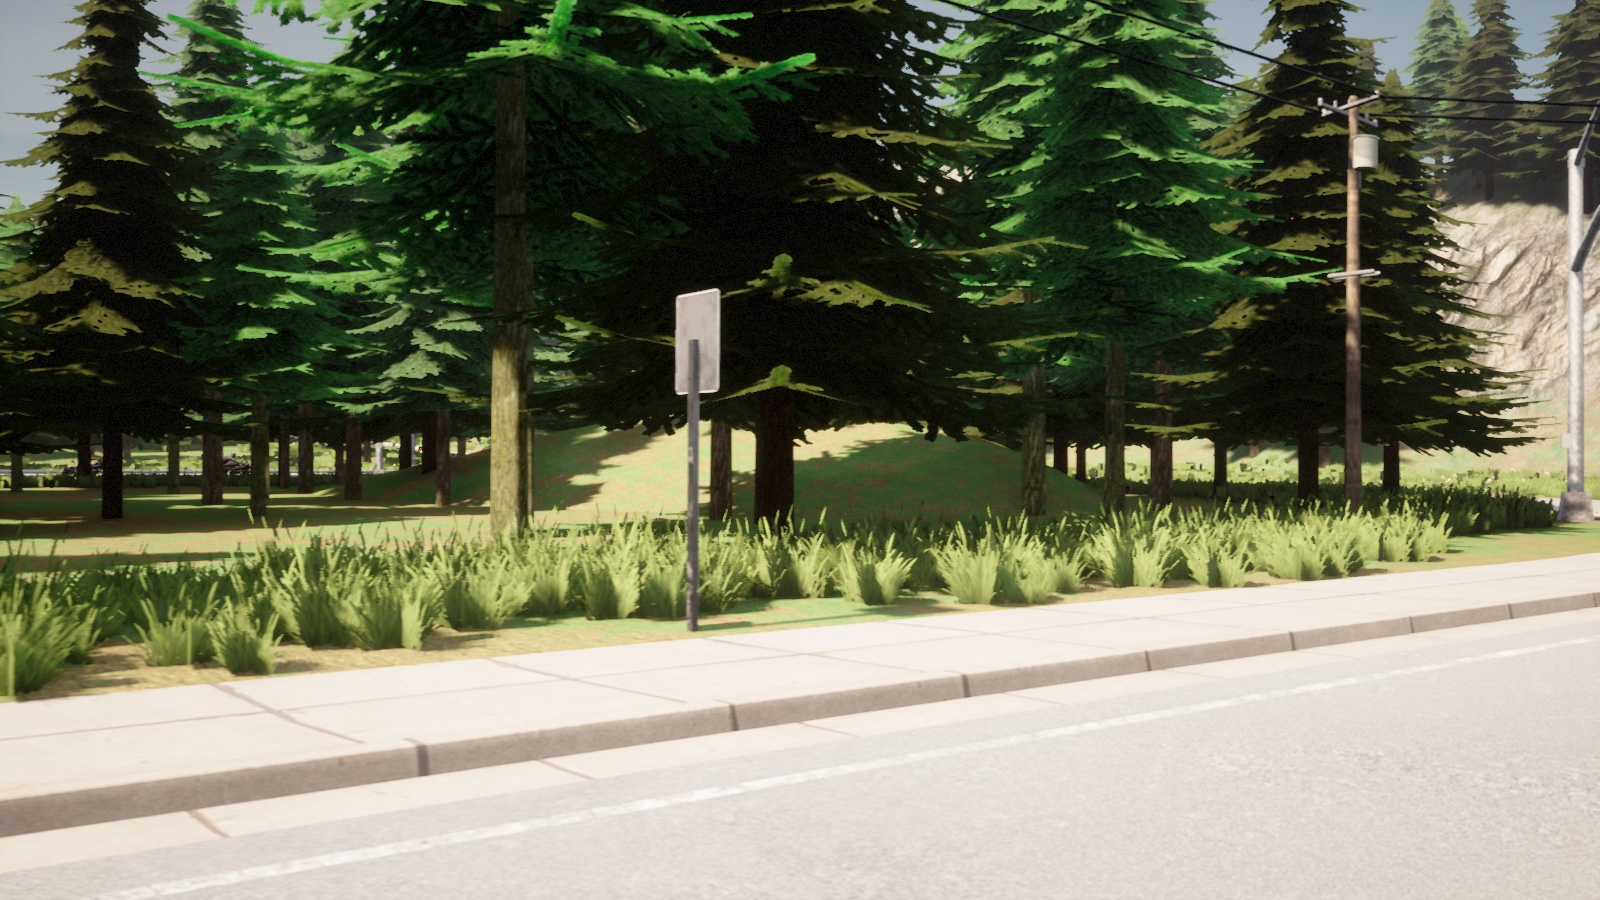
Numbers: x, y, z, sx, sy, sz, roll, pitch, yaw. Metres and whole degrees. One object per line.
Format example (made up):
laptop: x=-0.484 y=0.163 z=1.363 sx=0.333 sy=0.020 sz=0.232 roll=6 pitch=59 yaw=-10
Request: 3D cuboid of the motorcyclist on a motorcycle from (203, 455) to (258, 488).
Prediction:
motorcyclist on a motorcycle: x=-26.603 y=1.003 z=58.675 sx=2.191 sy=1.530 sz=0.866 roll=0 pitch=0 yaw=-35

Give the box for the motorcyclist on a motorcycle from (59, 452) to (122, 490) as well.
motorcyclist on a motorcycle: x=-31.288 y=0.909 z=55.411 sx=2.350 sy=1.649 sz=0.766 roll=0 pitch=0 yaw=-35
